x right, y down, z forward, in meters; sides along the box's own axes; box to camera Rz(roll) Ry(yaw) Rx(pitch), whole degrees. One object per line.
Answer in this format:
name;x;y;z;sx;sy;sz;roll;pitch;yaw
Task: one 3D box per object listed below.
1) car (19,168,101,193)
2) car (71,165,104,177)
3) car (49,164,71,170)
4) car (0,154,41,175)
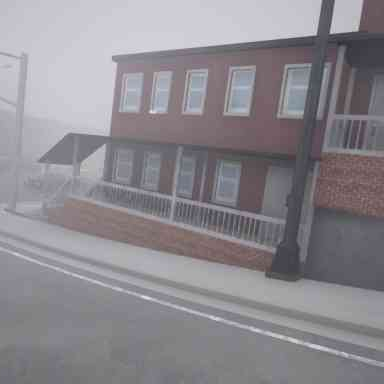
car;-10.237;-0.716;26.224;2.033;1.411;5.357;11;7;35
car;-12.081;-2.495;41.709;1.882;1.535;5.008;11;7;35
car;-15.851;-3.031;42.393;1.837;1.490;4.892;11;7;35
car;-18.021;-2.754;33.393;2.150;2.045;5.566;11;7;36
